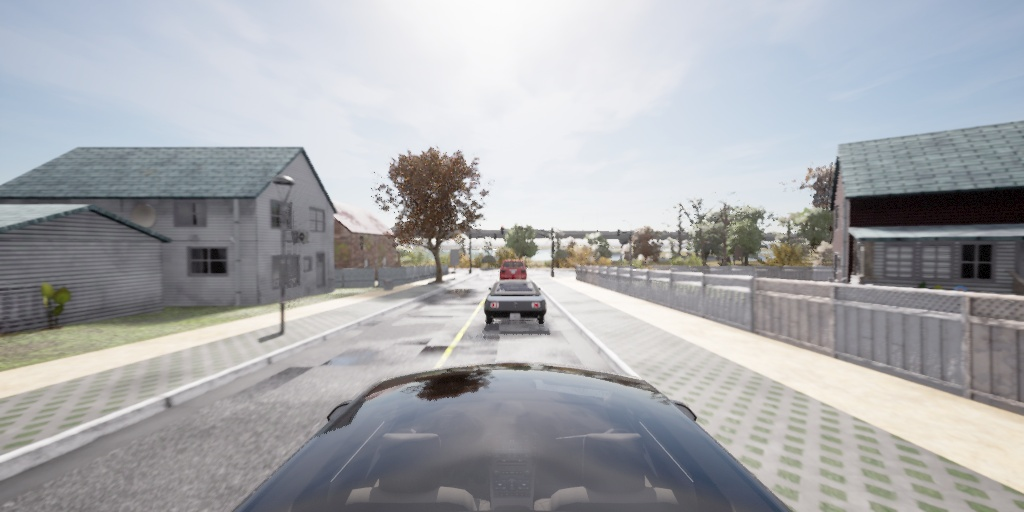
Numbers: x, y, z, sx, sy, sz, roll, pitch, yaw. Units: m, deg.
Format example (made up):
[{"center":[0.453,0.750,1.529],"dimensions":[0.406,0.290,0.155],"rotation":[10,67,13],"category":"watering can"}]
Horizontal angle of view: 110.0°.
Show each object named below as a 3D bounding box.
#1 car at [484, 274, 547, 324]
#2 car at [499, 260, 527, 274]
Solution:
[{"center":[0.098,1.496,12.688],"dimensions":[1.895,1.301,4.718],"rotation":[0,-1,0],"category":"car"},{"center":[0.094,1.354,29.555],"dimensions":[2.150,2.045,5.566],"rotation":[0,-1,0],"category":"car"}]
